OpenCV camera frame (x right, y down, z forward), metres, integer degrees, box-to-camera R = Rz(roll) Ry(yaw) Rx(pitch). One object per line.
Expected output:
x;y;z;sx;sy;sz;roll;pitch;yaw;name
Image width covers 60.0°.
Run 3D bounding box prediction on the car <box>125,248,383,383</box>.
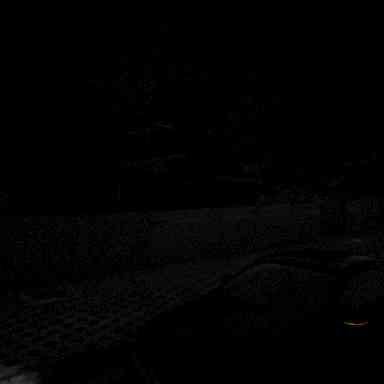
1.469;1.531;4.239;4.674;1.442;1.812;0;0;-37;car
